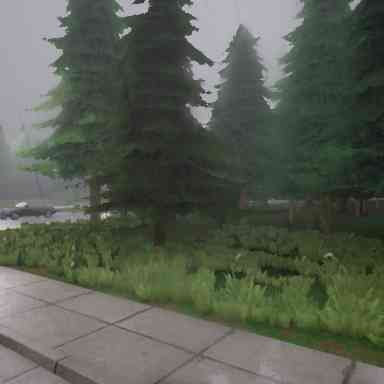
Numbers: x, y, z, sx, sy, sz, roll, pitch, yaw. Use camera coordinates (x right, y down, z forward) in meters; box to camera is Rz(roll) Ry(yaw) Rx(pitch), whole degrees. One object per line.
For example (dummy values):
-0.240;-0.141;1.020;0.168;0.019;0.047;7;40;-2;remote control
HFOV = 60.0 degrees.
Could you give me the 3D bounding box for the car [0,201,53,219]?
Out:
-13.750;1.499;27.942;1.812;1.442;4.674;0;0;34;car
